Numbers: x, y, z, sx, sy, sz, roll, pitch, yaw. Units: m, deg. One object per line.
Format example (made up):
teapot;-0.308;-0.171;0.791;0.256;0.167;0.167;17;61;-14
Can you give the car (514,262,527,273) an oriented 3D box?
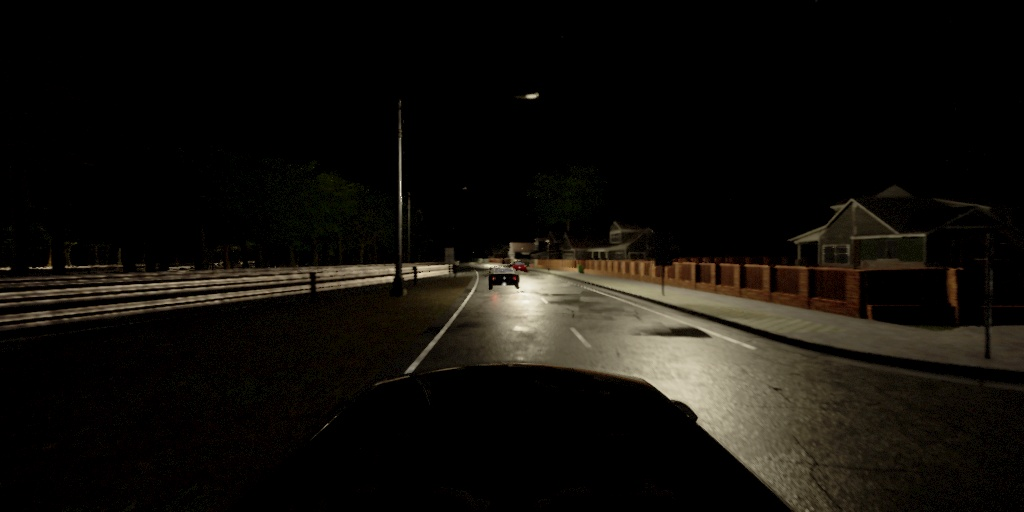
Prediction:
car;0.741;1.433;46.896;1.994;1.385;4.181;0;0;-7

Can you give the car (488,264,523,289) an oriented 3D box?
car;-0.595;1.371;23.492;1.895;1.301;4.718;0;0;-3
